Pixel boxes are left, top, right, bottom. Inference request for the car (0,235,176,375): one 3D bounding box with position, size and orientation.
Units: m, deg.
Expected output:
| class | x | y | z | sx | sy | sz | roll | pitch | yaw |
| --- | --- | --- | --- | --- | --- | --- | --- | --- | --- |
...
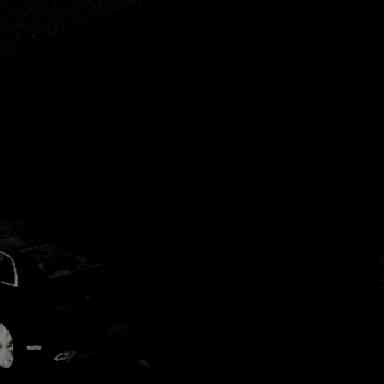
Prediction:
| class | x | y | z | sx | sy | sz | roll | pitch | yaw |
| --- | --- | --- | --- | --- | --- | --- | --- | --- | --- |
| car | -2.919 | 1.480 | 5.611 | 4.892 | 1.521 | 2.231 | 0 | 0 | 35 |
